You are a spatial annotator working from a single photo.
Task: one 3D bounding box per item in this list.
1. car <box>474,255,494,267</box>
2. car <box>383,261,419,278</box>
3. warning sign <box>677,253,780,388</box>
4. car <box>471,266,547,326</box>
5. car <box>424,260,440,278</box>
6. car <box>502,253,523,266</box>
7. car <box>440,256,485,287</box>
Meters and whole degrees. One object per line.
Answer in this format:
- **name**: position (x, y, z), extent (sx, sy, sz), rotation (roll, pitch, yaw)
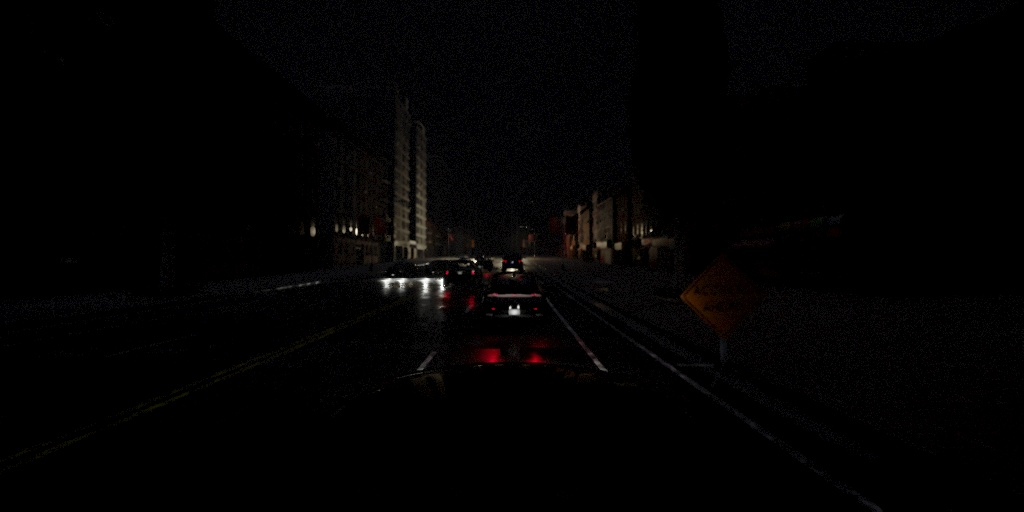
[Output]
- **car**: position (-3.197, 0.936, 41.146), extent (2.128, 1.511, 4.902), rotation (0, 1, 0)
- **car**: position (-9.885, 1.148, 32.411), extent (2.033, 1.411, 5.357), rotation (0, 1, 0)
- **warning sign**: position (3.221, 0.884, 5.454), extent (1.300, 1.860, 1.060), rotation (0, 0, 0)
- **car**: position (0.071, 1.263, 11.874), extent (2.128, 1.511, 4.902), rotation (0, 0, 0)
- **car**: position (-6.633, 1.104, 32.538), extent (1.837, 1.490, 4.892), rotation (0, 1, 0)
- **car**: position (0.056, 0.698, 39.677), extent (2.150, 2.045, 5.566), rotation (0, 1, 0)
- **car**: position (-3.178, 1.057, 23.980), extent (2.097, 1.767, 4.553), rotation (0, 0, 0)
